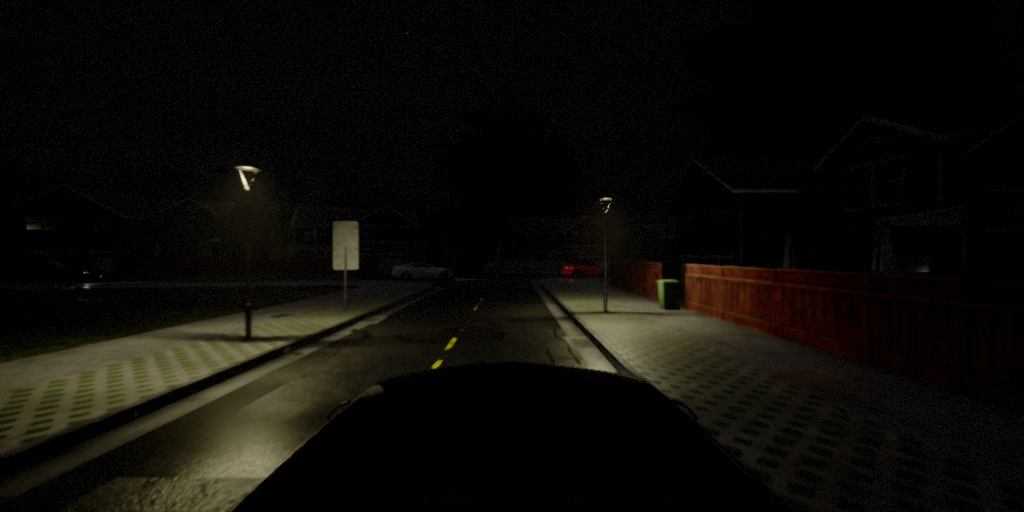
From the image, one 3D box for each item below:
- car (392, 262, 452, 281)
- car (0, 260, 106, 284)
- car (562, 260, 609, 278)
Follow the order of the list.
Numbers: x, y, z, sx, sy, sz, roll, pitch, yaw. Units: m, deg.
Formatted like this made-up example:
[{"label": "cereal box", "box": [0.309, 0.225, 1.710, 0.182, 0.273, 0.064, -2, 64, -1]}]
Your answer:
[{"label": "car", "box": [-7.083, 1.182, 28.443, 4.674, 1.442, 1.812, 1, 0, -20]}, {"label": "car", "box": [-27.284, 0.935, 21.092, 4.674, 1.442, 1.812, 1, 0, -20]}, {"label": "car", "box": [7.045, 1.157, 33.586, 4.553, 1.767, 2.097, 1, 0, -20]}]
